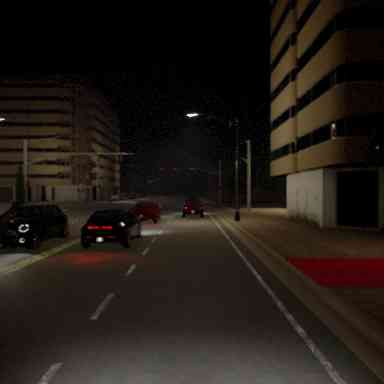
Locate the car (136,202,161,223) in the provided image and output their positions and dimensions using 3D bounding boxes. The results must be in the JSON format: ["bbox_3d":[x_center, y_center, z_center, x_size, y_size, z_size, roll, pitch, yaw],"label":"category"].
[{"bbox_3d":[-3.410,1.450,25.044,1.882,1.535,5.008,0,0,0],"label":"car"}]

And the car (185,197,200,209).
[{"bbox_3d":[0.063,1.422,44.534,1.837,1.490,4.892,0,0,0],"label":"car"}]

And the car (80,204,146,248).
[{"bbox_3d":[-3.405,1.489,14.657,1.837,1.490,4.892,0,0,0],"label":"car"}]

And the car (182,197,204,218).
[{"bbox_3d":[0.080,1.493,30.126,1.812,1.442,4.674,0,0,0],"label":"car"}]

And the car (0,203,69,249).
[{"bbox_3d":[-7.038,1.335,14.288,2.097,1.767,4.553,0,0,1],"label":"car"}]
